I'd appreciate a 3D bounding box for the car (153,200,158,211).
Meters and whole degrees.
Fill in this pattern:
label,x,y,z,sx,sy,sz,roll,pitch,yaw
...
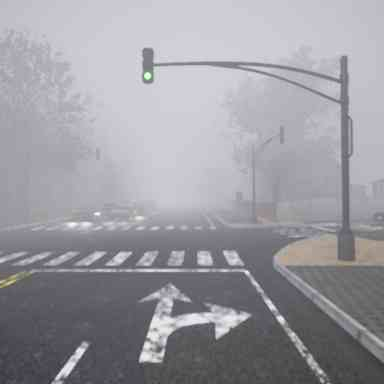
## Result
label,x,y,z,sx,sy,sz,roll,pitch,yaw
car,-6.583,2.073,51.575,2.097,1.767,4.553,0,-1,0

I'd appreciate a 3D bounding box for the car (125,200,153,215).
label,x,y,z,sx,sy,sz,roll,pitch,yaw
car,-6.590,2.070,41.673,2.128,1.511,4.902,0,-1,0

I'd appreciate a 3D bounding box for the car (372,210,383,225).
label,x,y,z,sx,sy,sz,roll,pitch,yaw
car,13.164,1.300,20.061,4.181,1.385,1.994,-2,-1,-6

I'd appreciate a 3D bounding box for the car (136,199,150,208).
label,x,y,z,sx,sy,sz,roll,pitch,yaw
car,-9.744,2.296,65.948,2.097,1.767,4.553,0,-1,0

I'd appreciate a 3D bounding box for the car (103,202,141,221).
label,x,y,z,sx,sy,sz,roll,pitch,yaw
car,-6.595,1.987,31.900,2.033,1.411,5.357,0,-1,0

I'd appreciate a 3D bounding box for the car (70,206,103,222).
label,x,y,z,sx,sy,sz,roll,pitch,yaw
car,-9.844,1.994,31.206,1.994,1.385,4.181,0,-1,0
